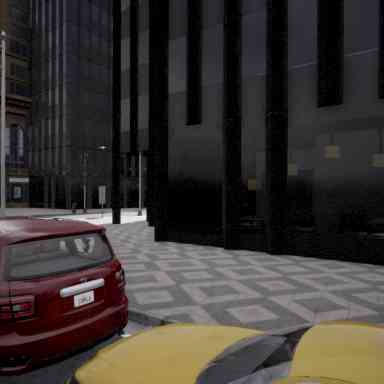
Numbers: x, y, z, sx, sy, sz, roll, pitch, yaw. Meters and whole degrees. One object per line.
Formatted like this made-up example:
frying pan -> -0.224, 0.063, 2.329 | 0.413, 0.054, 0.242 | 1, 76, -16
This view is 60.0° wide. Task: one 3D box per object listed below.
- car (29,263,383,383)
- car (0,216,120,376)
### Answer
car -> 1.092, 1.525, 2.180 | 4.829, 1.417, 1.752 | 0, 0, 35
car -> -3.189, 1.314, 5.228 | 5.009, 1.841, 2.192 | 0, 0, 35
